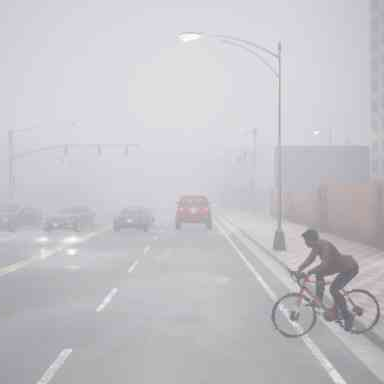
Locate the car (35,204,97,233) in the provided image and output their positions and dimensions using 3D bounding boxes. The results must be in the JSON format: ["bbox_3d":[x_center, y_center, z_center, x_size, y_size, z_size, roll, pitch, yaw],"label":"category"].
[{"bbox_3d":[-7.029,1.479,19.602,1.837,1.490,4.892,0,-1,1],"label":"car"}]

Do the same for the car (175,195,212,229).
[{"bbox_3d":[0.096,1.192,21.445,2.150,2.045,5.566,0,0,0],"label":"car"}]

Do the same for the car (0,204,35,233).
[{"bbox_3d":[-10.530,1.465,19.594,2.128,1.511,4.902,0,0,1],"label":"car"}]

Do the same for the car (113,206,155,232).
[{"bbox_3d":[-3.404,1.535,20.100,1.994,1.385,4.181,0,0,0],"label":"car"}]

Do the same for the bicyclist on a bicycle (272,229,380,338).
[{"bbox_3d":[1.999,1.381,5.038,1.656,1.620,0.582,-4,0,0],"label":"bicyclist on a bicycle"}]
